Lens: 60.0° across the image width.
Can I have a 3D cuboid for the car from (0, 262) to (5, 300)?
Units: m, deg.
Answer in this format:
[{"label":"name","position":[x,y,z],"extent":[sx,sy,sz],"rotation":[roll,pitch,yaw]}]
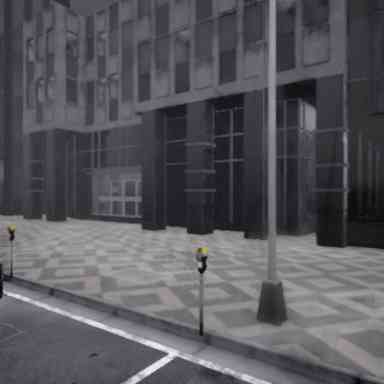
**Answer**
[{"label":"car","position":[-5.503,1.564,6.770],"extent":[4.313,1.339,1.947],"rotation":[0,0,35]}]
